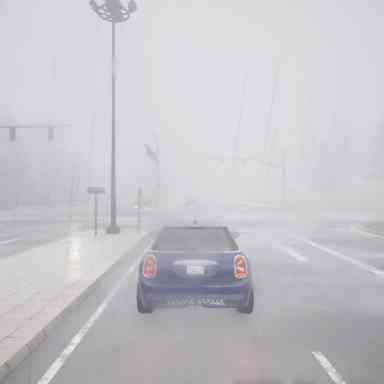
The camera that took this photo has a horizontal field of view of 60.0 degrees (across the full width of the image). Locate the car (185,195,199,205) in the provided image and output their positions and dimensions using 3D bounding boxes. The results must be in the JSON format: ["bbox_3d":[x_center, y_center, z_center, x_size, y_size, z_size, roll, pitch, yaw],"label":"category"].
[{"bbox_3d":[-0.157,1.525,54.623,1.812,1.442,4.674,0,0,-1],"label":"car"}]

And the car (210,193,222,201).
[{"bbox_3d":[6.363,1.214,84.913,2.150,2.045,5.566,0,0,-1],"label":"car"}]

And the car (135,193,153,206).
[{"bbox_3d":[-8.265,1.352,55.982,2.097,1.767,4.553,0,0,-1],"label":"car"}]

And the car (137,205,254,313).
[{"bbox_3d":[0.072,1.352,7.803,2.097,1.767,4.553,0,0,0],"label":"car"}]

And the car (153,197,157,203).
[{"bbox_3d":[-8.363,1.547,65.596,2.033,1.411,5.357,0,0,0],"label":"car"}]
